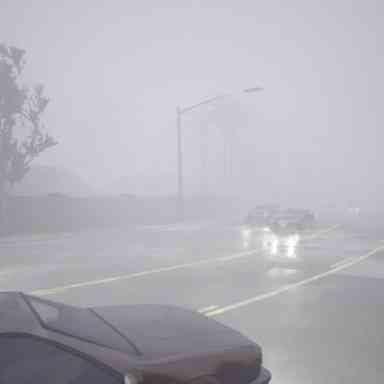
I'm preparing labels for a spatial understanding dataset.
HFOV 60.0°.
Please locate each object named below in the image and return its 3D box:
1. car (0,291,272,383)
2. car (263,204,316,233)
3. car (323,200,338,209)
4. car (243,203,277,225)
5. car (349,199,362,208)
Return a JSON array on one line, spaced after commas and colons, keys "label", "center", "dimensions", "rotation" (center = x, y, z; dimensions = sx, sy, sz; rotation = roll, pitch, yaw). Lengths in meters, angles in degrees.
[{"label": "car", "center": [-1.806, 1.602, 2.558], "dimensions": [5.357, 1.411, 2.033], "rotation": [0, -1, -36]}, {"label": "car", "center": [6.734, 1.727, 21.769], "dimensions": [2.128, 1.511, 4.902], "rotation": [-1, -1, 34]}, {"label": "car", "center": [23.228, 2.067, 55.780], "dimensions": [1.812, 1.442, 4.674], "rotation": [-2, 0, 31]}, {"label": "car", "center": [5.836, 1.695, 26.796], "dimensions": [2.097, 1.767, 4.553], "rotation": [-2, -1, 32]}, {"label": "car", "center": [28.161, 1.965, 57.251], "dimensions": [2.128, 1.511, 4.902], "rotation": [-2, -1, 31]}]
